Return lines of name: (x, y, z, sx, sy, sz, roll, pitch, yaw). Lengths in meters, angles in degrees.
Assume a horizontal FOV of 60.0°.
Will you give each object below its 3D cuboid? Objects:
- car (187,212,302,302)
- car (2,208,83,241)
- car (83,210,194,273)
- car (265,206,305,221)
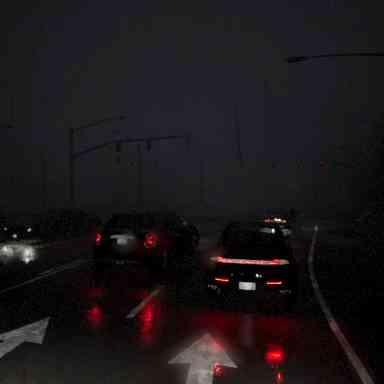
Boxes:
car: (1.564, 1.492, 8.392, 2.128, 1.511, 4.902, 0, 0, 13)
car: (-6.847, 1.548, 17.093, 2.033, 1.411, 5.357, 0, 0, 21)
car: (-1.271, 1.351, 10.983, 2.097, 1.767, 4.553, 0, 0, 16)
car: (4.647, 1.505, 17.268, 1.837, 1.490, 4.892, 0, 0, 21)
